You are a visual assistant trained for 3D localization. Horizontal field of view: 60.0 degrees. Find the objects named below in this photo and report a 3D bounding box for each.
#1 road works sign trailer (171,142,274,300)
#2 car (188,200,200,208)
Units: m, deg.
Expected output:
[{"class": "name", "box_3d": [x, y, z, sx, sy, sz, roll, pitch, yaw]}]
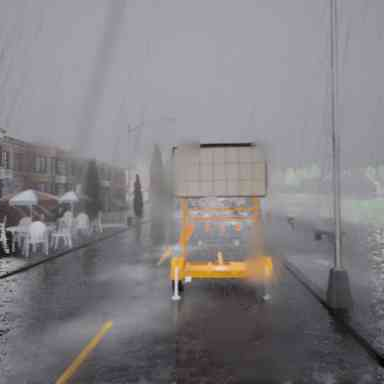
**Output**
[{"class": "road works sign trailer", "box_3d": [0.724, 0.552, 8.615, 2.380, 3.560, 2.880, -1, -1, 4]}, {"class": "car", "box_3d": [0.344, 2.153, 59.832, 2.128, 1.511, 4.902, -1, -1, 4]}]
